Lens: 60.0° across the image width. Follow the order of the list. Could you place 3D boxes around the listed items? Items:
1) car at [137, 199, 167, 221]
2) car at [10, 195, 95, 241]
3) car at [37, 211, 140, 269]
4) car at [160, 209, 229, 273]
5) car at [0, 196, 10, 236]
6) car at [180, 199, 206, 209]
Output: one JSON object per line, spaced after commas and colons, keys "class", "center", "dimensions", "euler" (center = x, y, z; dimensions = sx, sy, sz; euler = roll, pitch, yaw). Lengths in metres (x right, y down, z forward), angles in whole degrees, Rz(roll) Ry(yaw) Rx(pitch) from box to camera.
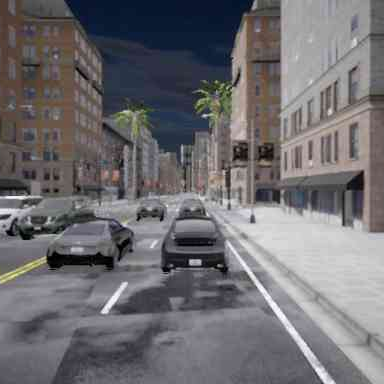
{"class": "car", "center": [-3.206, 1.352, 27.359], "dimensions": [2.097, 1.767, 4.553], "euler": [0, 0, 0]}
{"class": "car", "center": [-6.633, 1.222, 17.037], "dimensions": [2.150, 2.045, 5.566], "euler": [0, 0, 0]}
{"class": "car", "center": [-3.170, 1.562, 11.162], "dimensions": [1.994, 1.385, 4.181], "euler": [0, 0, 0]}
{"class": "car", "center": [0.080, 1.504, 10.704], "dimensions": [1.837, 1.490, 4.892], "euler": [0, 0, 0]}
{"class": "car", "center": [-9.886, 1.222, 18.471], "dimensions": [2.150, 2.045, 5.566], "euler": [0, 0, 0]}
{"class": "car", "center": [0.049, 1.353, 27.445], "dimensions": [2.097, 1.767, 4.553], "euler": [0, 0, 0]}
